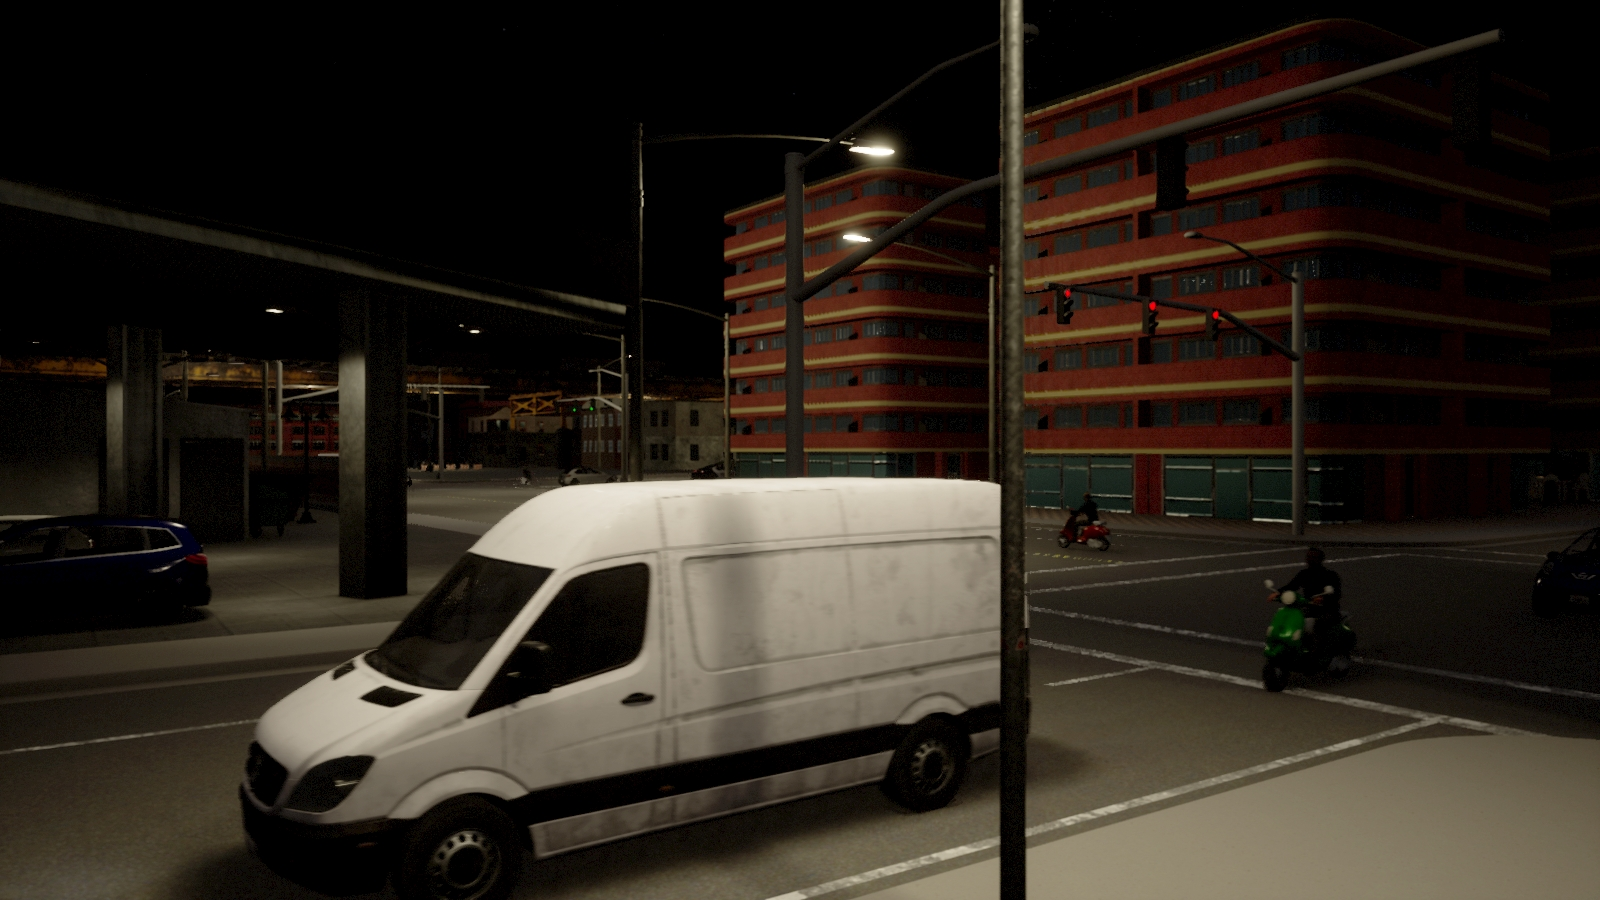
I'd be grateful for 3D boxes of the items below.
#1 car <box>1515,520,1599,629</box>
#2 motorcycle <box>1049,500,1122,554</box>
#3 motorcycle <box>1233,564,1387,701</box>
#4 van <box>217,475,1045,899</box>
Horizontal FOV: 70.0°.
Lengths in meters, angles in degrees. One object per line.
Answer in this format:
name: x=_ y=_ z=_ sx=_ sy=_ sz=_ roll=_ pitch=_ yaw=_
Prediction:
car: x=13.644 y=2.007 z=18.867 sx=3.633 sy=1.501 sz=1.845 roll=0 pitch=0 yaw=-35
motorcycle: x=7.818 y=2.095 z=31.349 sx=0.856 sy=1.341 sz=1.805 roll=0 pitch=0 yaw=-38
motorcycle: x=6.049 y=2.111 z=13.522 sx=1.805 sy=1.341 sz=0.856 roll=0 pitch=0 yaw=-35
van: x=-0.956 y=1.527 z=8.628 sx=5.915 sy=2.561 sz=1.988 roll=0 pitch=0 yaw=-35
